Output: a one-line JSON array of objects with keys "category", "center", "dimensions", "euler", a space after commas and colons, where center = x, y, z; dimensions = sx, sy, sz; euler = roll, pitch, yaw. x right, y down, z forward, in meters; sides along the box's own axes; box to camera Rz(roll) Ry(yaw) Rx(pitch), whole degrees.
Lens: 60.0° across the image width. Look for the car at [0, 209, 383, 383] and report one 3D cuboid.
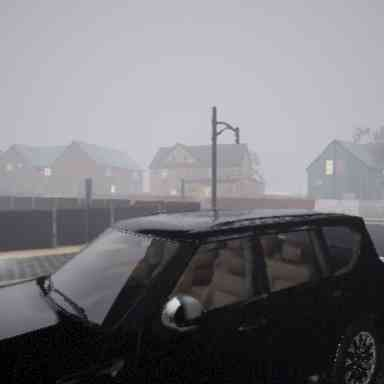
[{"category": "car", "center": [-0.035, 1.249, 3.537], "dimensions": [5.566, 2.045, 2.150], "euler": [1, 0, -35]}]
